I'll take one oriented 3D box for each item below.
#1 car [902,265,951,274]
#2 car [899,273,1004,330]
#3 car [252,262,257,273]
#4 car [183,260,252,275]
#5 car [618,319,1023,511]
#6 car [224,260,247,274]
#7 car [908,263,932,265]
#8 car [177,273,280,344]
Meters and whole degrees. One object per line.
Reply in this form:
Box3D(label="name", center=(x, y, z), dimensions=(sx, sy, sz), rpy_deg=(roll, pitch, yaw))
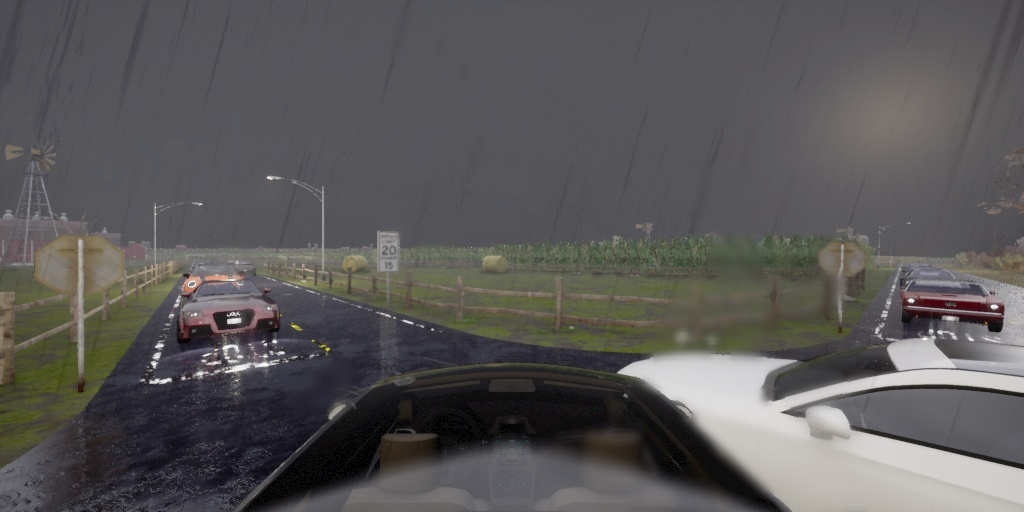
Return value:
Box3D(label="car", center=(20.709, 1.350, 17.793), dimensions=(5.357, 1.411, 2.033), rpy_deg=(0, 1, -42))
Box3D(label="car", center=(13.589, 1.390, 11.276), dimensions=(4.718, 1.301, 1.895), rpy_deg=(0, 1, -43))
Box3D(label="car", center=(-26.753, 1.266, 35.776), dimensions=(2.128, 1.511, 4.902), rpy_deg=(0, 0, -41))
Box3D(label="car", center=(-13.613, 1.133, 16.461), dimensions=(2.097, 1.767, 4.553), rpy_deg=(0, 0, -41))
Box3D(label="car", center=(2.851, 1.293, 2.283), dimensions=(1.812, 1.442, 4.674), rpy_deg=(0, 1, -44))
Box3D(label="car", center=(-33.425, 1.283, 43.277), dimensions=(1.837, 1.490, 4.892), rpy_deg=(0, 0, -41))
Box3D(label="car", center=(27.504, 1.383, 24.004), dimensions=(4.181, 1.385, 1.994), rpy_deg=(0, 1, -42))
Box3D(label="car", center=(-7.879, 1.351, 9.940), dimensions=(1.994, 1.385, 4.181), rpy_deg=(0, 0, -42))
